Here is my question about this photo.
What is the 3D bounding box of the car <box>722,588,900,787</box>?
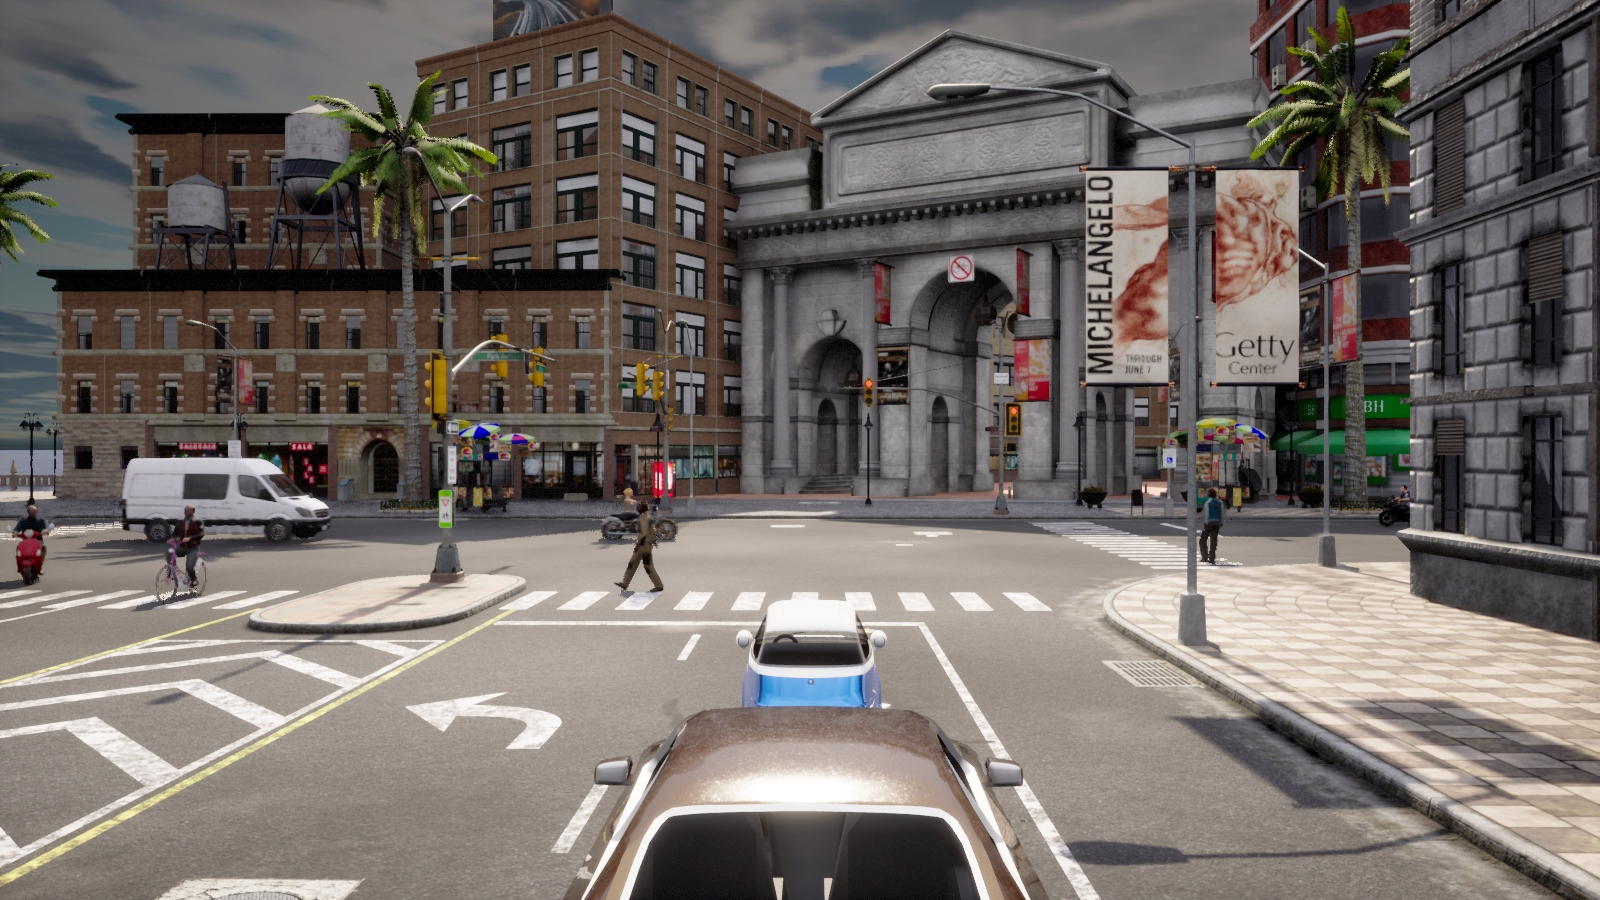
[{"bbox_3d":[0.106,2.120,10.657,1.481,1.376,2.207,0,0,1],"label":"car"}]

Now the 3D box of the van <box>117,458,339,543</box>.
[{"bbox_3d":[-17.655,1.534,35.452,5.915,2.561,1.988,0,0,1],"label":"van"}]

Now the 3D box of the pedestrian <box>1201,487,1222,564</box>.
[{"bbox_3d":[10.084,1.849,27.988,0.375,1.860,0.375,0,0,-4],"label":"pedestrian"}]

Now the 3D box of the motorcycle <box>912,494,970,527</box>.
[{"bbox_3d":[5.152,2.213,41.779,2.033,1.145,0.803,0,0,1],"label":"motorcycle"}]

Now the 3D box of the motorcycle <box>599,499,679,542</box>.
[{"bbox_3d":[-4.936,2.170,35.183,2.356,1.277,0.764,0,0,1],"label":"motorcycle"}]

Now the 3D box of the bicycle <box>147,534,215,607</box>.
[{"bbox_3d":[-11.508,2.210,21.275,0.329,1.171,1.835,0,0,-2],"label":"bicycle"}]

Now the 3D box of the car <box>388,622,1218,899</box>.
[{"bbox_3d":[0.037,1.992,5.222,2.152,1.651,5.027,0,0,1],"label":"car"}]

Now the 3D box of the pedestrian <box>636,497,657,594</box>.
[{"bbox_3d":[-2.980,1.849,22.226,0.375,1.860,0.375,0,0,-1],"label":"pedestrian"}]
